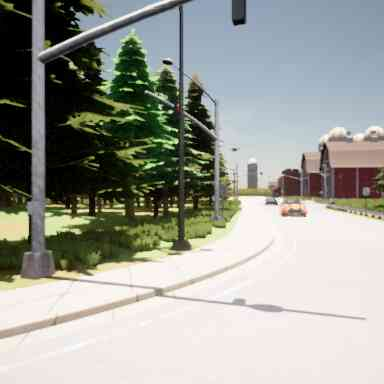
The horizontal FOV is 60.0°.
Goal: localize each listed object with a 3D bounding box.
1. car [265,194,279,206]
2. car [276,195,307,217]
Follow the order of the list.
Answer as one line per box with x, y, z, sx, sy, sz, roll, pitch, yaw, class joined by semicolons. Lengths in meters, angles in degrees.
13.511;1.569;57.055;2.033;1.411;5.357;0;0;8;car
9.359;1.365;31.048;2.097;1.767;4.553;0;0;10;car
